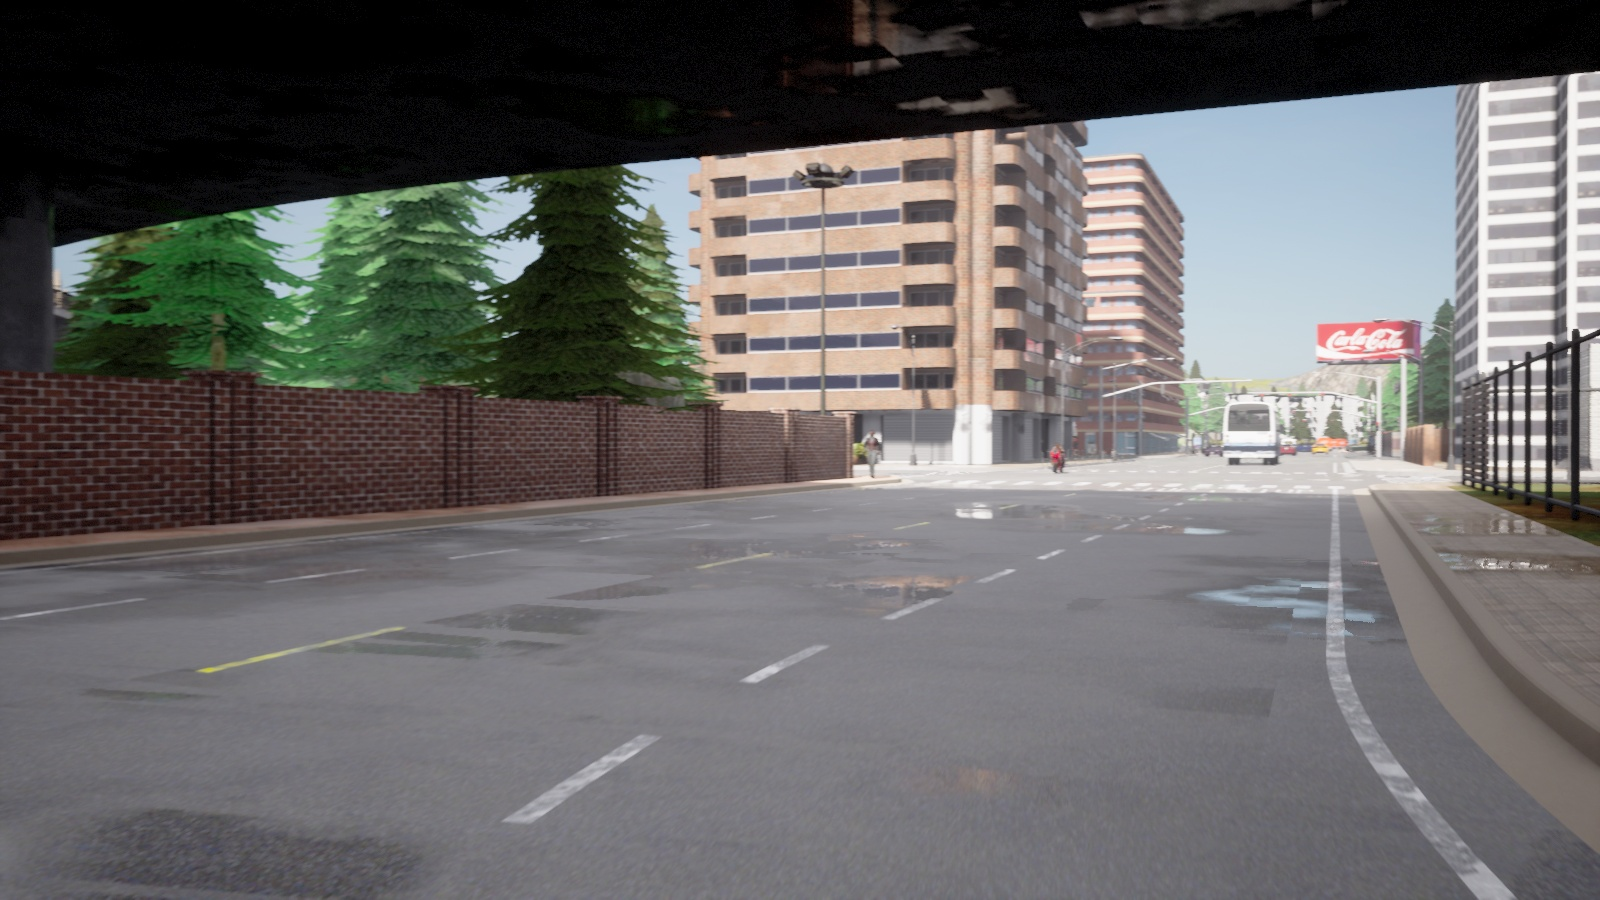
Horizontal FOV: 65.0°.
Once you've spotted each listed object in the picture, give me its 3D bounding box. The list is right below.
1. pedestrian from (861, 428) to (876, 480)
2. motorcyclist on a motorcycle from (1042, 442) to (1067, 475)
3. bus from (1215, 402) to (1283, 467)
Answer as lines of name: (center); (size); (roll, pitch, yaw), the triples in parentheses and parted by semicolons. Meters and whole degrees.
pedestrian: (2.567, 0.145, 46.834); (0.402, 1.930, 0.666); (0, 0, 18)
motorcyclist on a motorcycle: (12.211, 0.396, 60.224); (0.797, 1.523, 2.044); (0, 0, 23)
bus: (31.588, -1.062, 88.042); (3.944, 4.253, 10.273); (0, 0, 23)
